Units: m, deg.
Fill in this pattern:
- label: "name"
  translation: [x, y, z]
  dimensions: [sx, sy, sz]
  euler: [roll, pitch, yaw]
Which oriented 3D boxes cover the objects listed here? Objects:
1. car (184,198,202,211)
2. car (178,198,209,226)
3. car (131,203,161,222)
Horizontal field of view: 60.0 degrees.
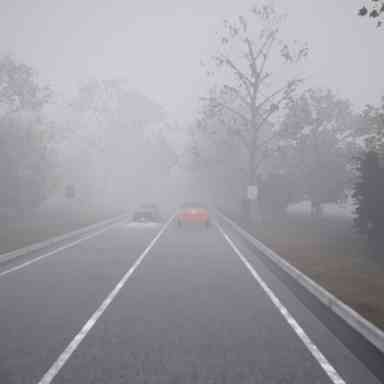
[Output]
- label: "car"
  translation: [0.092, 1.500, 41.884]
  dimensions: [2.128, 1.511, 4.902]
  euler: [0, 0, 0]
- label: "car"
  translation: [0.095, 1.385, 23.693]
  dimensions: [2.097, 1.767, 4.553]
  euler: [0, 0, 0]
- label: "car"
  translation: [-3.558, 1.576, 27.000]
  dimensions: [2.033, 1.411, 5.357]
  euler: [0, 0, 1]
